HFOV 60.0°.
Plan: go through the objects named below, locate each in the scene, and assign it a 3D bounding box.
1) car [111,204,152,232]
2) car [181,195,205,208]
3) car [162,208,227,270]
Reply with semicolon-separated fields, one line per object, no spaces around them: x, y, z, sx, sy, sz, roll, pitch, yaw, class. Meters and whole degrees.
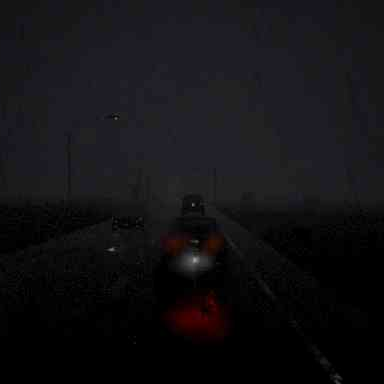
-3.596;1.509;20.535;1.882;1.535;5.008;0;0;0;car
0.106;1.266;32.853;2.150;2.045;5.566;0;0;0;car
0.086;1.525;11.057;1.837;1.490;4.892;0;0;0;car
